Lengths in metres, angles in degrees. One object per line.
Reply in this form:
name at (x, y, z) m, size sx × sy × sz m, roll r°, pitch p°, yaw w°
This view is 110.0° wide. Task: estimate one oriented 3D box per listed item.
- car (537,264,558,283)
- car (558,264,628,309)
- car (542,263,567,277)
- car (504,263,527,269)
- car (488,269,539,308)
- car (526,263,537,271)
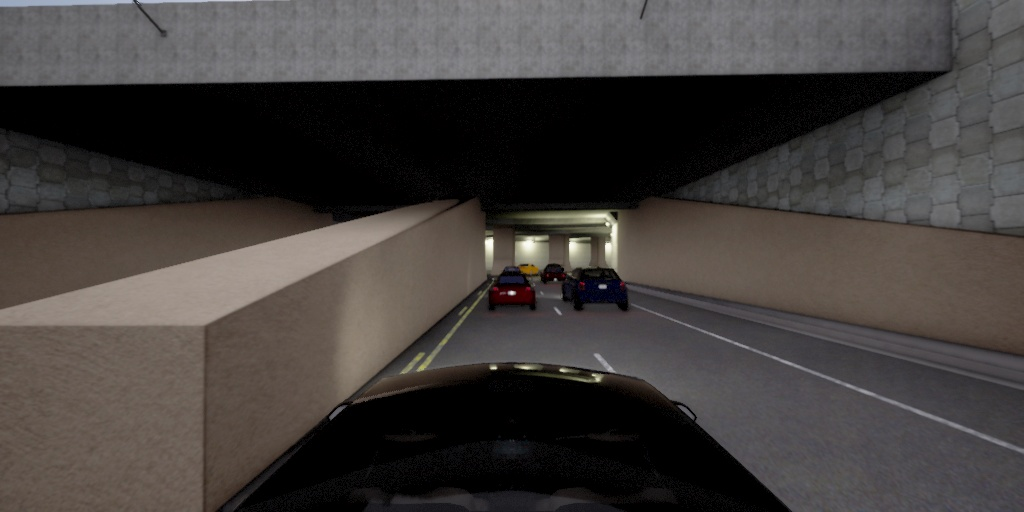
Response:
car at (3.503, 1.623, 30.948) m, size 1.895 × 1.301 × 4.718 m, roll 0°, pitch 0°, yaw 0°
car at (3.499, 1.233, 15.931) m, size 2.097 × 1.767 × 4.553 m, roll 0°, pitch -1°, yaw 0°
car at (5.207, 1.646, 43.326) m, size 1.837 × 1.490 × 4.892 m, roll 0°, pitch 0°, yaw 20°
car at (-0.002, 1.569, 30.832) m, size 2.033 × 1.411 × 5.357 m, roll 0°, pitch -1°, yaw 0°
car at (-0.001, 1.449, 16.150) m, size 1.994 × 1.385 × 4.181 m, roll 0°, pitch 0°, yaw 0°
car at (1.956, 1.628, 44.594) m, size 1.882 × 1.535 × 5.008 m, roll 0°, pitch 0°, yaw 20°
